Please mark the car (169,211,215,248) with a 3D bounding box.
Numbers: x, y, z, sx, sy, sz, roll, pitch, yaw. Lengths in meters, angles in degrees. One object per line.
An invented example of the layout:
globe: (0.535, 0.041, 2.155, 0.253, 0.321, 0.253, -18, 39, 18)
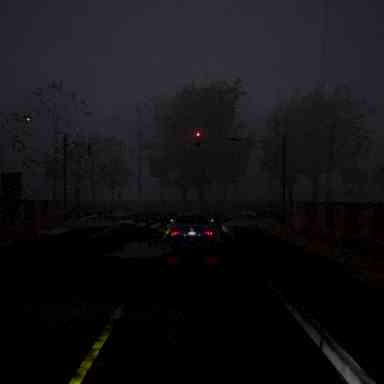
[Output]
car: (0.000, 1.563, 14.650, 2.033, 1.411, 5.357, 0, 0, 0)
